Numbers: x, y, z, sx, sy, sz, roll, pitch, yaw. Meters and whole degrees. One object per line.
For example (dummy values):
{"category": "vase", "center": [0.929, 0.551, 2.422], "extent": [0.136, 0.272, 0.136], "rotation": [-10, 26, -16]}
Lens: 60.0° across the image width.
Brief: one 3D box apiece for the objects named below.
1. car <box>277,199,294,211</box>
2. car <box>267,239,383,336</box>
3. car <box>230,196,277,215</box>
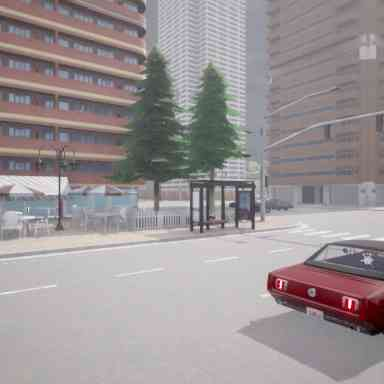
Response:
{"category": "car", "center": [10.331, 1.603, 42.347], "extent": [2.033, 1.411, 5.357], "rotation": [0, 0, -36]}
{"category": "car", "center": [3.718, 1.601, 6.461], "extent": [4.718, 1.301, 1.895], "rotation": [0, 0, -36]}
{"category": "car", "center": [6.239, 1.533, 35.752], "extent": [1.882, 1.535, 5.008], "rotation": [0, 0, -36]}
